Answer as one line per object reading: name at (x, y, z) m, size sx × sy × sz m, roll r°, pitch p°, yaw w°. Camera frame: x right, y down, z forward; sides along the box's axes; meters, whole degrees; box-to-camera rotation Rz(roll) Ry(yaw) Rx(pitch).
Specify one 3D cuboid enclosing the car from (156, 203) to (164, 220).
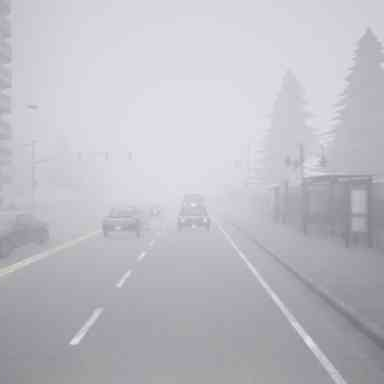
car at (-3.408, 1.544, 27.806) m, size 1.895 × 1.301 × 4.718 m, roll 0°, pitch 0°, yaw 0°

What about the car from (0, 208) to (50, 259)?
car at (-7.028, 1.499, 12.614) m, size 1.812 × 1.442 × 4.674 m, roll 0°, pitch 0°, yaw 1°

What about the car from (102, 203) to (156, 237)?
car at (-3.389, 1.455, 17.678) m, size 2.128 × 1.511 × 4.902 m, roll 0°, pitch 0°, yaw 0°

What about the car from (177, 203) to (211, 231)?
car at (0.105, 1.560, 20.125) m, size 1.895 × 1.301 × 4.718 m, roll 0°, pitch 0°, yaw 0°

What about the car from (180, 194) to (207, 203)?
car at (0.119, 1.161, 29.863) m, size 2.150 × 2.045 × 5.566 m, roll 0°, pitch 0°, yaw 0°
